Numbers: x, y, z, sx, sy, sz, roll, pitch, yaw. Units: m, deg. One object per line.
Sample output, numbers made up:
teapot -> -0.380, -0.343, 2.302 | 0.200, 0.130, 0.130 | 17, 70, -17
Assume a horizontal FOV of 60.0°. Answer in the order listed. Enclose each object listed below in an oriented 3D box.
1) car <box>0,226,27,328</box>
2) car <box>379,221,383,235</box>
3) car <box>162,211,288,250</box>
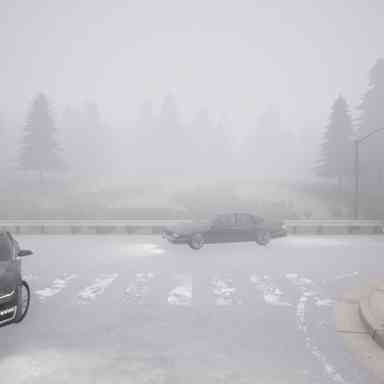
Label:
car -> -4.456, 1.505, 6.681 | 1.837, 1.490, 4.892 | 0, 0, -28
car -> 11.240, 1.492, 15.197 | 4.902, 1.511, 2.128 | 0, 0, 0
car -> 1.461, 1.548, 14.320 | 5.357, 1.411, 2.033 | 0, 0, -20
